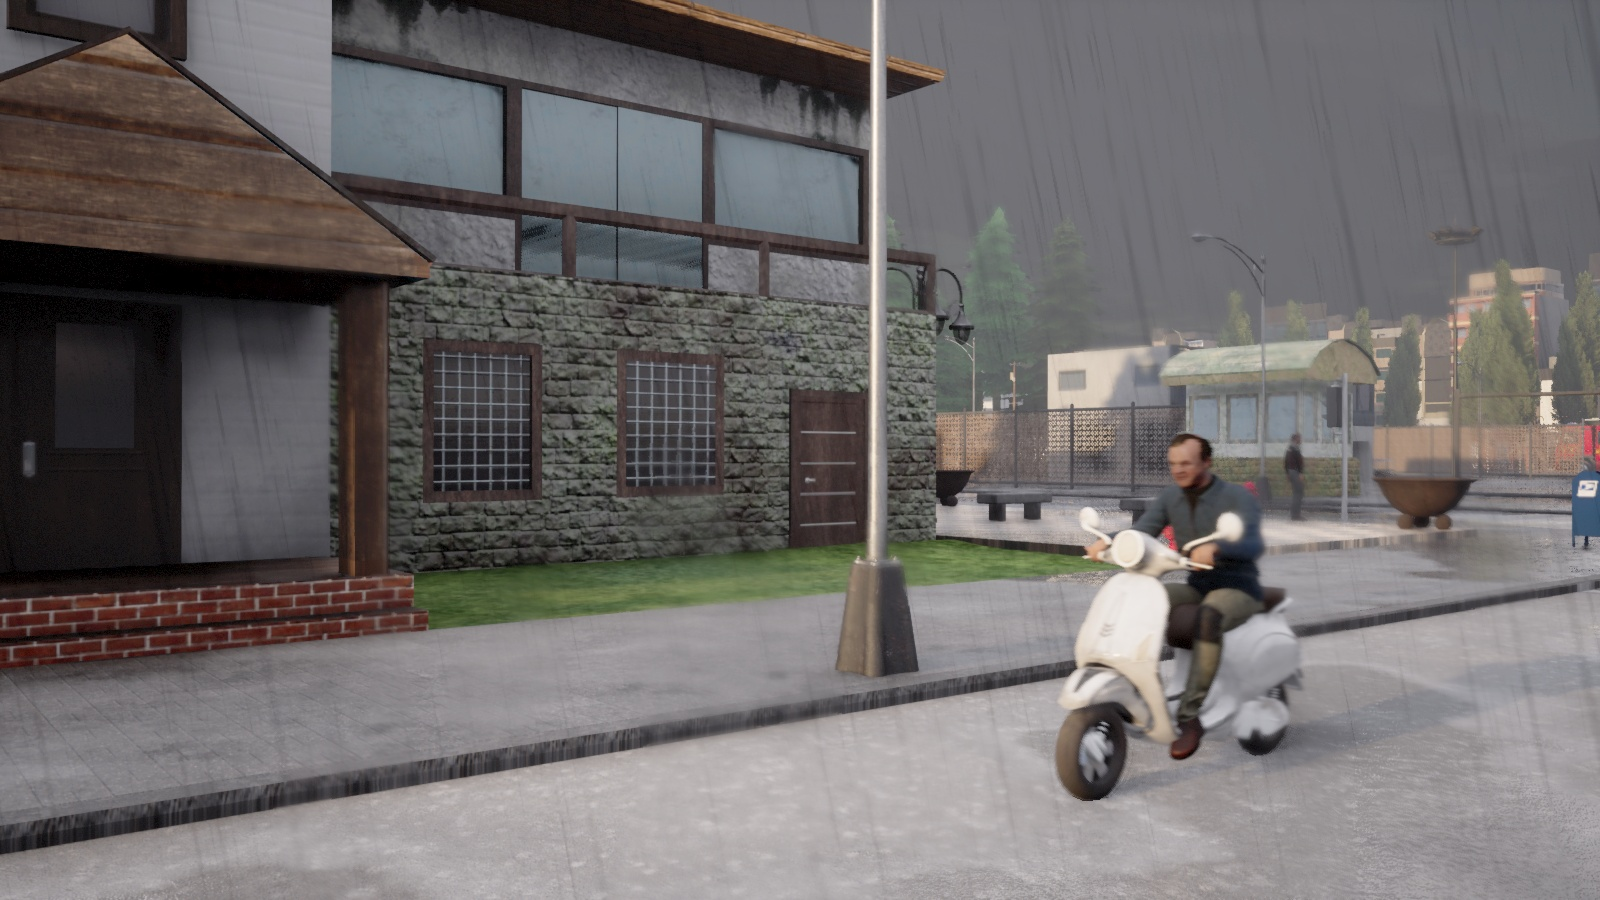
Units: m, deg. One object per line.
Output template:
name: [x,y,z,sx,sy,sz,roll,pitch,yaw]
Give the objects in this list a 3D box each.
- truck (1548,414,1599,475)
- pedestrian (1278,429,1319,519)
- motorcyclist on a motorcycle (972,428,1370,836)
truck: [52.102,-0.338,78.686,2.891,3.827,8.468,0,0,-39]
pedestrian: [10.351,0.493,26.090,0.720,1.854,0.376,0,0,8]
motorcyclist on a motorcycle: [1.746,0.709,5.789,1.817,1.590,0.866,0,0,-38]
